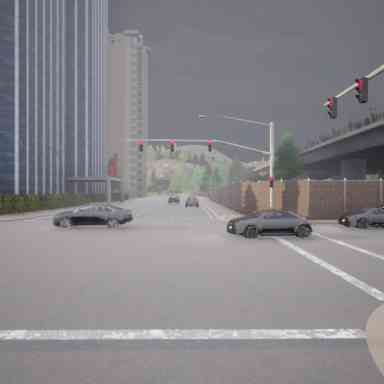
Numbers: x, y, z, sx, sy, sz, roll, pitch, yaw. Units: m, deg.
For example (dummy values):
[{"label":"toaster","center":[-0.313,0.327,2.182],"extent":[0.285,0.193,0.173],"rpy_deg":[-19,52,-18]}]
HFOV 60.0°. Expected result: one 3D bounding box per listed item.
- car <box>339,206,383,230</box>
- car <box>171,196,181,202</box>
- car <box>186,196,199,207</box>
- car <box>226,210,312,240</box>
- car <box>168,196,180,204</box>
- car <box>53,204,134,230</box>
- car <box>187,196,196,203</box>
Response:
[{"label":"car","center":[11.568,1.618,21.009],"extent":[4.181,1.385,1.994],"rpy_deg":[0,0,0]},{"label":"car","center":[-3.628,1.540,74.499],"extent":[2.033,1.411,5.357],"rpy_deg":[0,0,0]},{"label":"car","center":[0.008,1.564,51.804],"extent":[1.994,1.385,4.181],"rpy_deg":[0,0,0]},{"label":"car","center":[3.883,1.595,16.883],"extent":[4.181,1.385,1.994],"rpy_deg":[0,0,-9]},{"label":"car","center":[-3.513,1.478,64.282],"extent":[1.882,1.535,5.008],"rpy_deg":[0,0,0]},{"label":"car","center":[-6.154,1.523,20.942],"extent":[4.902,1.511,2.128],"rpy_deg":[0,0,0]},{"label":"car","center":[-0.046,1.599,70.514],"extent":[1.895,1.301,4.718],"rpy_deg":[0,0,0]}]
